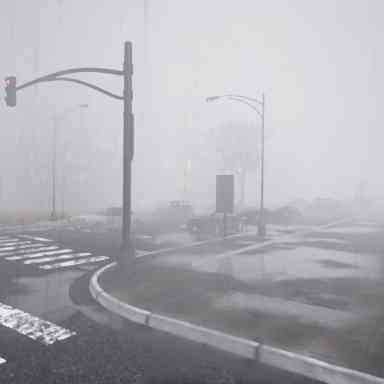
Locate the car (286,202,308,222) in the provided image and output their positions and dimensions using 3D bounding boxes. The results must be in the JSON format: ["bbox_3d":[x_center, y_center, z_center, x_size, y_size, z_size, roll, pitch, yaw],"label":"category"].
[{"bbox_3d":[7.926,1.778,27.921,1.802,1.307,4.206,1,0,36],"label":"car"}]

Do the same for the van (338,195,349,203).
[{"bbox_3d":[37.901,1.706,83.072,1.690,1.788,3.998,1,0,36],"label":"van"}]

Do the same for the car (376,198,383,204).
[{"bbox_3d":[44.652,2.046,78.111,2.008,1.369,4.403,1,0,36],"label":"car"}]

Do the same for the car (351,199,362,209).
[{"bbox_3d":[24.930,1.773,51.273,1.967,1.590,4.097,1,0,36],"label":"car"}]

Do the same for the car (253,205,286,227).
[{"bbox_3d":[4.681,1.737,23.505,1.947,1.339,4.313,1,0,36],"label":"car"}]

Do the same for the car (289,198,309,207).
[{"bbox_3d":[18.075,1.726,56.098,1.752,1.417,4.829,1,0,36],"label":"car"}]

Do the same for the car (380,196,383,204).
[{"bbox_3d":[41.368,1.783,73.637,2.192,1.841,5.009,1,0,36],"label":"car"}]

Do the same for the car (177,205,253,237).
[{"bbox_3d":[1.435,1.696,19.088,2.008,1.369,4.403,1,0,36],"label":"car"}]

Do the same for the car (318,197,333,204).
[{"bbox_3d":[28.037,1.849,69.653,1.947,1.339,4.313,1,0,36],"label":"car"}]

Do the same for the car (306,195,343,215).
[{"bbox_3d":[15.138,1.569,37.805,2.192,1.841,5.009,1,0,36],"label":"car"}]

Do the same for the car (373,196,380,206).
[{"bbox_3d":[34.891,1.940,64.829,1.752,1.417,4.829,1,0,36],"label":"car"}]

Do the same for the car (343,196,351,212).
[{"bbox_3d":[18.397,1.720,42.299,1.967,1.590,4.097,1,0,36],"label":"car"}]

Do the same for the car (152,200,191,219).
[{"bbox_3d":[-1.651,1.481,29.474,1.967,1.590,4.097,1,0,36],"label":"car"}]

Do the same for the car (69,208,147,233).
[{"bbox_3d":[-5.021,1.640,20.296,1.895,1.301,4.718,1,0,36],"label":"car"}]

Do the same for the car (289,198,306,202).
[{"bbox_3d":[15.210,1.709,47.674,1.837,1.490,4.892,1,0,37],"label":"car"}]

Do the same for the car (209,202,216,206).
[{"bbox_3d":[2.690,1.626,30.778,1.812,1.442,4.674,1,0,36],"label":"car"}]
